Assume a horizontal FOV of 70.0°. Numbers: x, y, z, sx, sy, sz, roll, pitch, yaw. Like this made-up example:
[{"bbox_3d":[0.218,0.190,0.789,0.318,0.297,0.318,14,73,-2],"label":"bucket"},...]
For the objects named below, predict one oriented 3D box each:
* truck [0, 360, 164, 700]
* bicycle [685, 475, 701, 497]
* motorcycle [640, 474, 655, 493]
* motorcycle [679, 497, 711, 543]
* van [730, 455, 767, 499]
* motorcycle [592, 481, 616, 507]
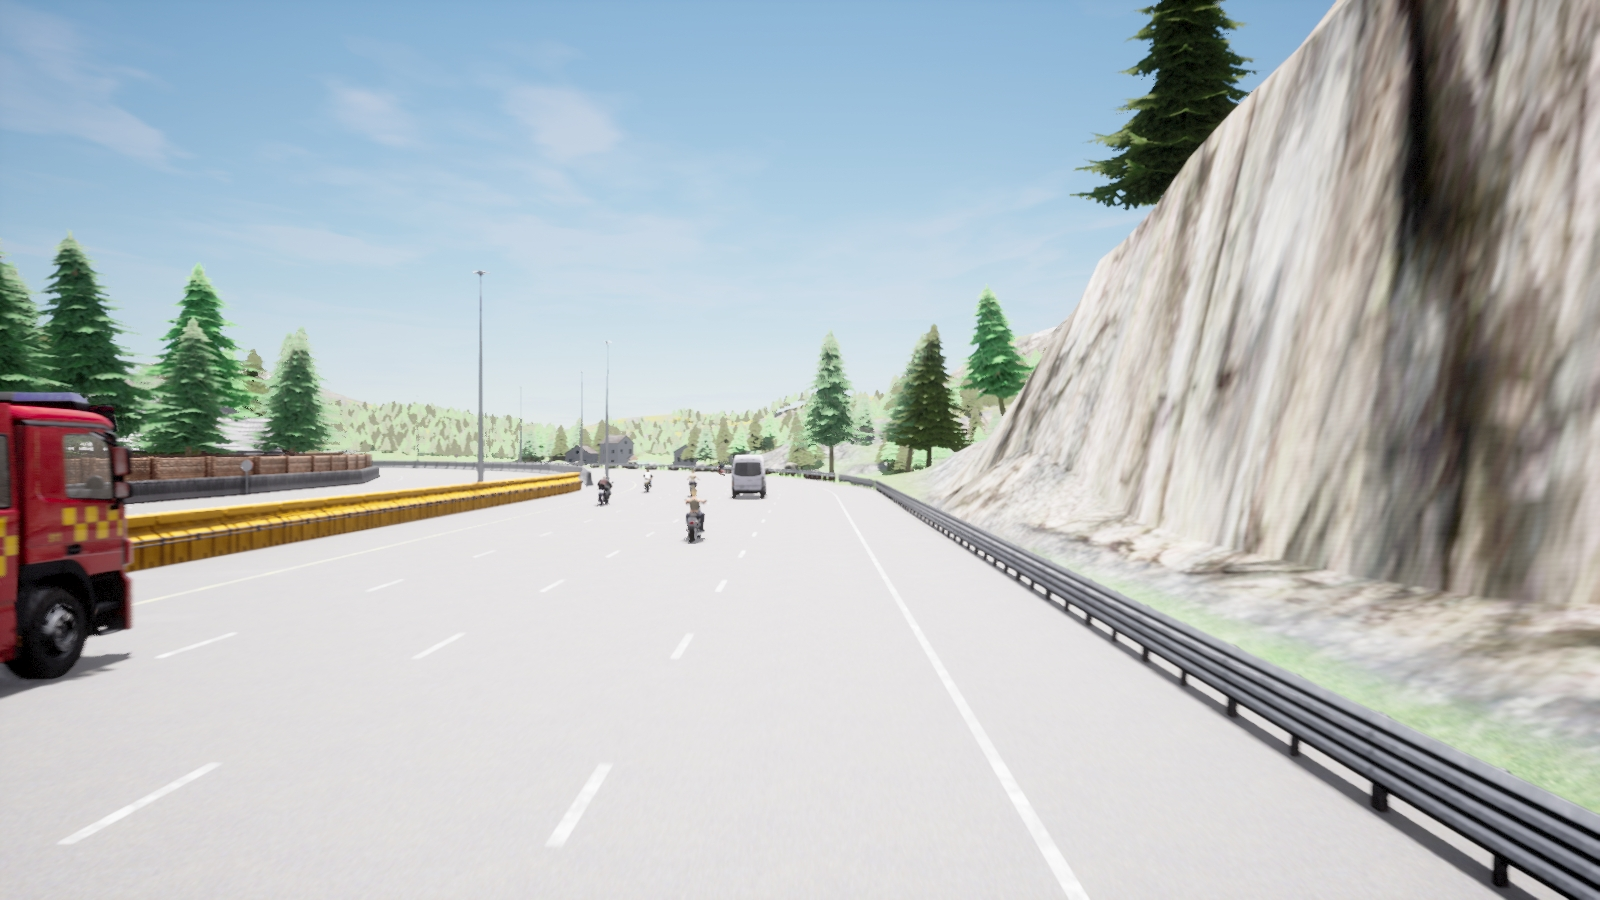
[{"bbox_3d":[-10.468,0.898,11.951,2.891,3.827,8.468,0,0,0],"label":"truck"},{"bbox_3d":[-6.532,2.193,69.798,0.859,1.295,1.487,0,0,-1],"label":"bicycle"},{"bbox_3d":[-10.260,2.226,77.124,0.803,1.217,2.033,-1,0,-2],"label":"motorcycle"},{"bbox_3d":[-3.291,2.169,35.893,0.764,1.325,2.356,0,0,0],"label":"motorcycle"},{"bbox_3d":[-3.091,1.579,69.792,1.988,2.561,5.915,0,0,0],"label":"van"},{"bbox_3d":[-10.102,2.242,58.952,0.867,1.251,2.209,0,0,1],"label":"motorcycle"}]
